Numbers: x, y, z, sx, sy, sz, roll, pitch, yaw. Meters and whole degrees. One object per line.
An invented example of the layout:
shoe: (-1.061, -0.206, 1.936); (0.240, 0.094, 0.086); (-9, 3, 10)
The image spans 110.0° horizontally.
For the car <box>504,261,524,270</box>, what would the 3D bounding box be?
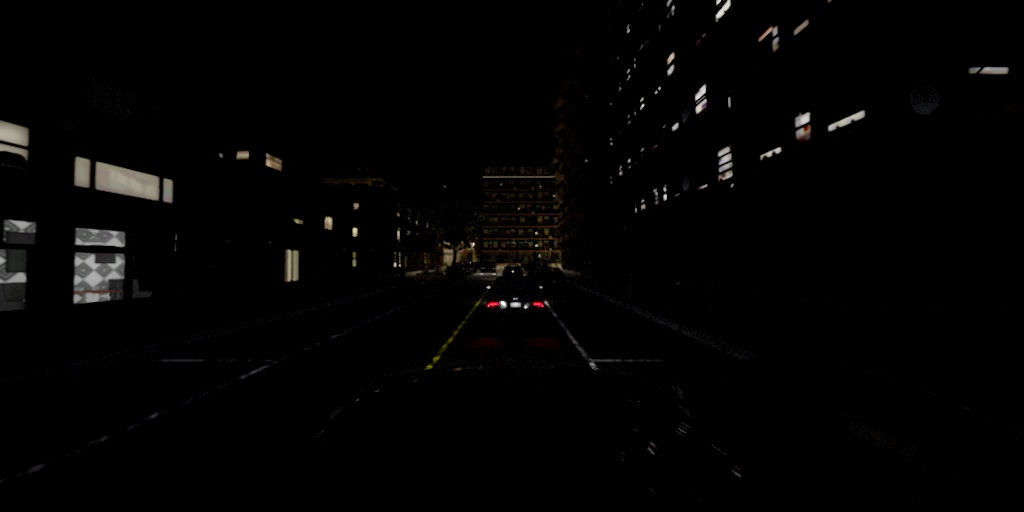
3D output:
car: (0.090, 1.543, 38.066); (1.994, 1.385, 4.181); (0, 0, 0)

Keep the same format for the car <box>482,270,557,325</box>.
car: (0.097, 1.362, 12.080); (2.033, 1.411, 5.357); (0, 0, 0)

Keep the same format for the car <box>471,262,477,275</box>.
car: (-5.667, 1.446, 42.252); (1.967, 1.591, 4.097); (0, 0, 0)

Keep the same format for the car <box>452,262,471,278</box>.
car: (-5.665, 1.409, 36.565); (1.967, 1.591, 4.097); (0, 0, 0)

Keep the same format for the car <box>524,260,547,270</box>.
car: (2.682, 1.284, 36.626); (2.192, 1.841, 5.009); (0, 0, 0)

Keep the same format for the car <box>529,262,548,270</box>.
car: (2.684, 1.459, 31.109); (1.751, 1.417, 4.829); (0, 0, 0)

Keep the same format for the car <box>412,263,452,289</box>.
car: (-5.663, 1.422, 25.022); (1.751, 1.417, 4.829); (0, 0, 0)

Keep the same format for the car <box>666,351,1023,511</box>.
car: (2.691, 1.321, 2.508); (1.948, 1.339, 4.313); (0, 0, 0)

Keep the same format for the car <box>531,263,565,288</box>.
car: (2.685, 1.447, 25.253); (2.007, 1.370, 4.403); (0, 0, 0)

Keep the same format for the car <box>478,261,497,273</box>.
car: (-3.085, 1.551, 48.141); (1.837, 1.490, 4.892); (0, -1, 0)
